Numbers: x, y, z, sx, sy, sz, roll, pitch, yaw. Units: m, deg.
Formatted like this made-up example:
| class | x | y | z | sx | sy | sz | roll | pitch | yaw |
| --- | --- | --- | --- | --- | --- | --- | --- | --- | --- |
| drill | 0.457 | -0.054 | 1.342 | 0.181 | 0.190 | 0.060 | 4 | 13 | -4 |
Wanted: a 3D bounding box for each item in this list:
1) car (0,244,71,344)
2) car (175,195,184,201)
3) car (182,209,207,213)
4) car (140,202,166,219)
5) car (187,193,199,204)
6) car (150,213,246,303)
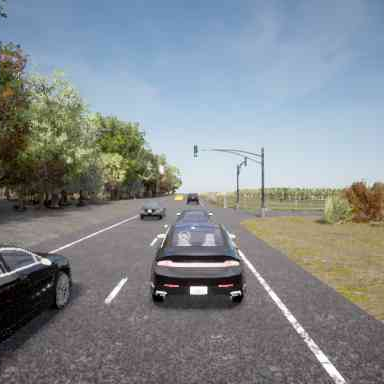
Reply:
| class | x | y | z | sx | sy | sz | roll | pitch | yaw |
| --- | --- | --- | --- | --- | --- | --- | --- | --- | --- |
| car | -3.389 | 1.492 | 4.921 | 2.128 | 1.511 | 4.902 | 0 | 0 | 0 |
| car | -3.314 | 1.480 | 84.528 | 1.882 | 1.535 | 5.008 | 0 | 0 | 0 |
| car | 0.137 | 1.569 | 17.304 | 1.994 | 1.385 | 4.181 | 0 | 0 | 0 |
| car | -3.336 | 1.555 | 28.918 | 2.033 | 1.411 | 5.357 | 0 | 0 | 0 |
| car | 0.212 | 1.227 | 63.008 | 2.150 | 2.045 | 5.566 | 0 | 0 | 1 |
| car | 0.118 | 1.494 | 8.195 | 2.128 | 1.511 | 4.902 | 0 | 0 | 0 |
